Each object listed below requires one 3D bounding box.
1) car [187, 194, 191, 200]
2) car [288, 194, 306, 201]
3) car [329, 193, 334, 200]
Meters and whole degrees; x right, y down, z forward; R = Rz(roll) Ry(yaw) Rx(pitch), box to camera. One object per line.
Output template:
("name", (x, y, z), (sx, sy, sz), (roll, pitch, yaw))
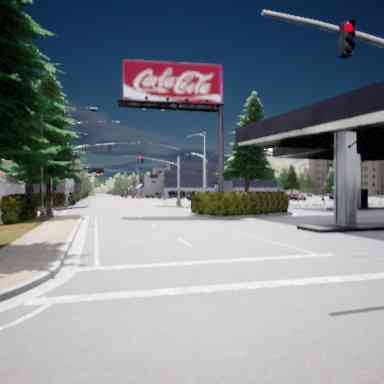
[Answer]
("car", (0.130, 1.179, 73.842), (2.007, 1.523, 4.514), (0, 0, -17))
("car", (21.761, 1.112, 69.009), (2.007, 1.523, 4.514), (0, 0, -17))
("car", (31.362, 1.092, 71.780), (1.845, 1.501, 3.633), (0, 0, -17))
